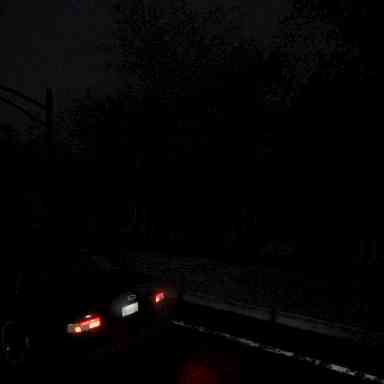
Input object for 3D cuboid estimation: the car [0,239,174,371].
[{"bbox_3d":[-2.834,1.547,5.712,5.357,1.411,2.033,0,0,36],"label":"car"}]
